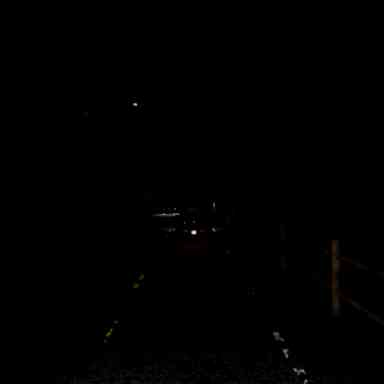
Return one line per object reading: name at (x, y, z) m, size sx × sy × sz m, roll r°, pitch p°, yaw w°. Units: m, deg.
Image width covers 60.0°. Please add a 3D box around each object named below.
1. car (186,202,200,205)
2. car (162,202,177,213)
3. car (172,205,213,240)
car at (0.088, 1.809, 34.283) m, size 1.882 × 1.535 × 5.008 m, roll 0°, pitch -1°, yaw 0°
car at (-2.765, 1.978, 43.053) m, size 2.033 × 1.411 × 5.357 m, roll 0°, pitch -1°, yaw 0°
car at (0.093, 1.680, 18.170) m, size 1.837 × 1.490 × 4.892 m, roll 0°, pitch 0°, yaw 0°
